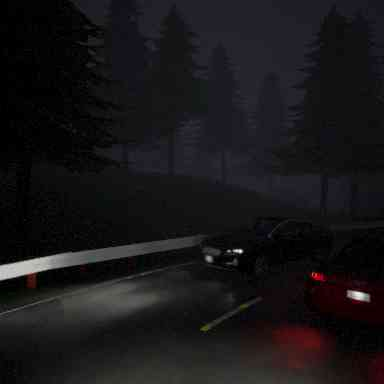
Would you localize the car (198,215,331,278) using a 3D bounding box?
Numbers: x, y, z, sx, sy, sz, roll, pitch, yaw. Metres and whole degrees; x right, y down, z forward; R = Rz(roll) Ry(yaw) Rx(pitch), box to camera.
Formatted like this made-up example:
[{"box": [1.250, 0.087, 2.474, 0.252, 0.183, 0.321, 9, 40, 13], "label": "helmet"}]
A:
[{"box": [2.403, 1.506, 10.273, 4.902, 1.511, 2.128, 0, 0, -37], "label": "car"}]

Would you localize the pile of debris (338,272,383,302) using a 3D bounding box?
[{"box": [4.519, 2.185, 7.597, 1.860, 0.140, 1.500, 0, 0, -40], "label": "pile of debris"}]

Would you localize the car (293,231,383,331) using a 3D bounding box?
[{"box": [3.953, 1.568, 6.587, 1.994, 1.385, 4.181, 1, 1, 44], "label": "car"}]
